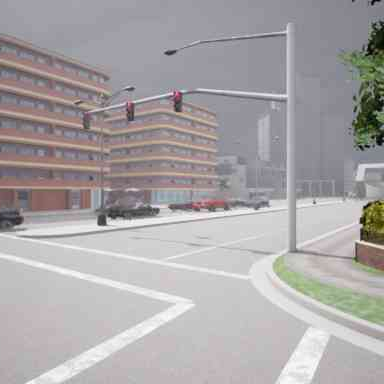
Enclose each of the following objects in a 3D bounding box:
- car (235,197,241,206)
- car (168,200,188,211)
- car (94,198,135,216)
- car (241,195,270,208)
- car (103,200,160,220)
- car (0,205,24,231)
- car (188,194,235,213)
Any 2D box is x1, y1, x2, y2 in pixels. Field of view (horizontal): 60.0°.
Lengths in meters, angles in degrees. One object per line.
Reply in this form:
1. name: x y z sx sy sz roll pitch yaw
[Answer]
1. car: 6.205 1.526 49.348 1.812 1.442 4.674 0 0 36
2. car: -0.733 1.601 39.872 1.895 1.301 4.718 0 0 36
3. car: -6.969 1.352 31.303 2.097 1.767 4.553 0 0 36
4. car: 9.368 1.351 47.745 2.097 1.767 4.553 0 0 36
5. car: -4.921 1.601 28.181 1.895 1.301 4.718 0 0 36
6. car: -12.055 1.601 18.372 1.895 1.301 4.718 0 0 36
7. car: 2.356 1.225 38.166 2.150 2.045 5.566 0 0 36
